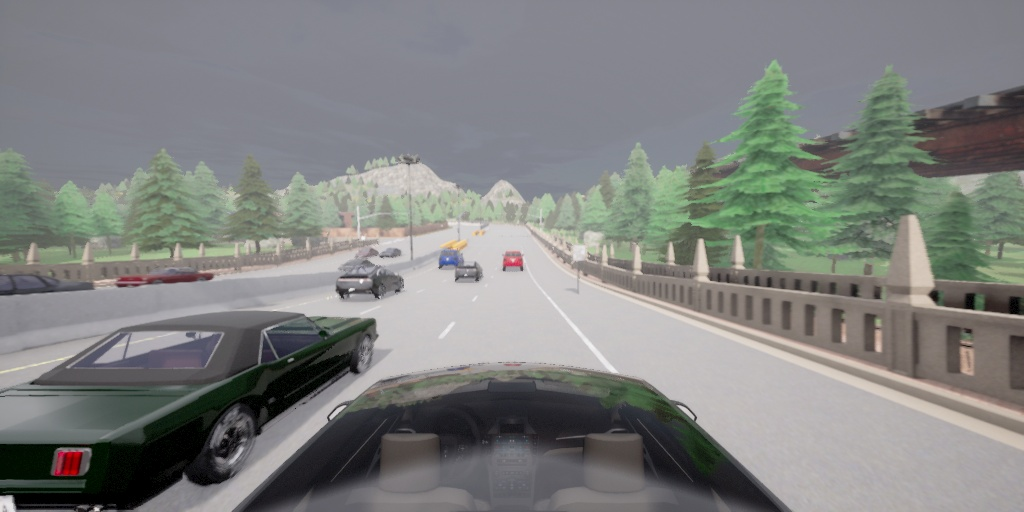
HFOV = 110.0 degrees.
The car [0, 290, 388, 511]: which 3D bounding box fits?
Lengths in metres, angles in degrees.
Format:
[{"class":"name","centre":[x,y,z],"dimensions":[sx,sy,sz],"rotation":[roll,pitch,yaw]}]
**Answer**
[{"class":"car","centre":[-3.399,1.353,4.570],"dimensions":[1.895,1.301,4.718],"rotation":[0,0,0]}]

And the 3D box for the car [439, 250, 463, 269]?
[{"class":"car","centre":[-6.890,0.260,40.991],"dimensions":[2.150,2.045,5.566],"rotation":[0,4,0]}]

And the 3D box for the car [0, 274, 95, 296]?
[{"class":"car","centre":[-17.597,1.304,12.000],"dimensions":[2.033,1.411,5.357],"rotation":[0,0,0]}]

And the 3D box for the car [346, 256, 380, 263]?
[{"class":"car","centre":[-14.077,1.039,32.521],"dimensions":[1.837,1.490,4.892],"rotation":[0,2,0]}]

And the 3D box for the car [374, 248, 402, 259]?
[{"class":"car","centre":[-17.537,-0.480,52.066],"dimensions":[2.033,1.411,5.357],"rotation":[0,7,1]}]

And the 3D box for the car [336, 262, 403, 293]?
[{"class":"car","centre":[-6.896,1.251,17.838],"dimensions":[2.128,1.511,4.902],"rotation":[0,0,0]}]

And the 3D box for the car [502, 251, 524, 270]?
[{"class":"car","centre":[0.110,0.387,39.219],"dimensions":[2.150,2.045,5.566],"rotation":[0,4,0]}]

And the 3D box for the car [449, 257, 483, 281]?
[{"class":"car","centre":[-3.393,1.152,28.849],"dimensions":[2.128,1.511,4.902],"rotation":[0,2,0]}]

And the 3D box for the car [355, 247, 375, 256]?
[{"class":"car","centre":[-21.010,-0.478,51.874],"dimensions":[1.812,1.442,4.674],"rotation":[0,8,0]}]

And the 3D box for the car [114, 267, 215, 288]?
[{"class":"car","centre":[-21.093,1.361,22.033],"dimensions":[1.895,1.301,4.718],"rotation":[0,0,0]}]
